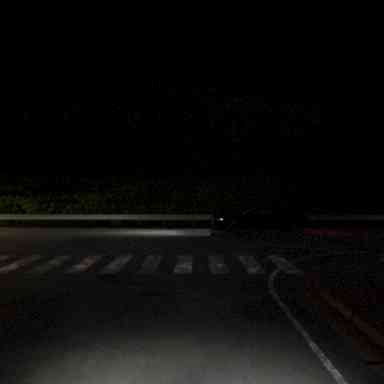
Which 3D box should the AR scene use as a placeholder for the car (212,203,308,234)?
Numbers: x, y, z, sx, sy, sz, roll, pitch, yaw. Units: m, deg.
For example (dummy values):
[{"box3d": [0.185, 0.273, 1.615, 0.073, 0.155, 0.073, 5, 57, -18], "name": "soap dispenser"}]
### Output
[{"box3d": [3.545, 1.367, 17.510, 4.902, 1.511, 2.128, 0, 0, 0], "name": "car"}]
